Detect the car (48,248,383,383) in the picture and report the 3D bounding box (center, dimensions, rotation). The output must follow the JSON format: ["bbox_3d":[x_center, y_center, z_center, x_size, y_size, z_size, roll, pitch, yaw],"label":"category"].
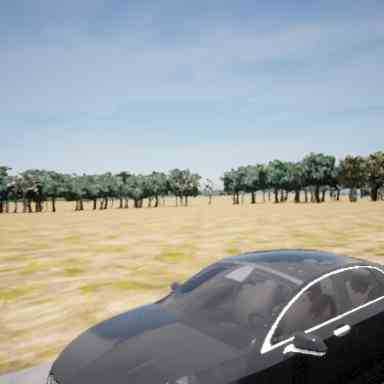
[{"bbox_3d":[0.952,1.513,3.868,4.892,1.490,1.837,0,0,-35],"label":"car"}]
